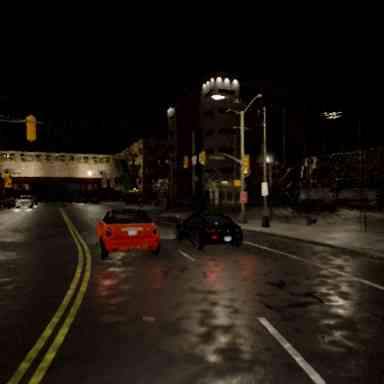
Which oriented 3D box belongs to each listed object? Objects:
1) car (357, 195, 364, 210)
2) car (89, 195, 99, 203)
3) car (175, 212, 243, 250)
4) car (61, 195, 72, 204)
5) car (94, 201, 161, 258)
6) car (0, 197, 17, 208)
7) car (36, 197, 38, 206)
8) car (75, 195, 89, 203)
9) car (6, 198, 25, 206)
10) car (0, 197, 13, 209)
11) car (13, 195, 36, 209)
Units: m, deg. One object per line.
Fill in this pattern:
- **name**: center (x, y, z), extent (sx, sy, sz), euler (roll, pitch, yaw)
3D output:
- **car**: center (19.470, 1.427, 37.751), extent (1.816, 1.474, 4.193), euler (0, 0, -23)
- **car**: center (-25.234, 2.106, 85.385), extent (1.895, 1.301, 4.718), euler (0, 0, -23)
- **car**: center (0.612, 1.581, 14.570), extent (1.812, 1.442, 4.674), euler (0, 0, -18)
- **car**: center (-30.293, 1.745, 80.157), extent (2.150, 2.045, 5.566), euler (0, 0, -22)
- **car**: center (-2.715, 1.424, 13.390), extent (2.097, 1.767, 4.553), euler (0, 0, -19)
- **car**: center (-32.217, 1.805, 58.618), extent (2.185, 1.767, 4.553), euler (0, 0, -23)
- **car**: center (-32.803, 1.717, 67.900), extent (2.150, 2.045, 5.566), euler (0, 0, -23)
- **car**: center (-27.049, 2.044, 81.476), extent (2.033, 1.411, 5.357), euler (0, 0, -22)
- **car**: center (-36.339, 2.000, 68.572), extent (2.231, 1.521, 4.892), euler (0, 0, -13)
- **car**: center (-29.609, 1.890, 52.743), extent (2.097, 1.535, 5.008), euler (0, 0, -23)
- **car**: center (-26.743, 1.614, 53.303), extent (2.150, 2.045, 5.566), euler (0, 0, -22)
